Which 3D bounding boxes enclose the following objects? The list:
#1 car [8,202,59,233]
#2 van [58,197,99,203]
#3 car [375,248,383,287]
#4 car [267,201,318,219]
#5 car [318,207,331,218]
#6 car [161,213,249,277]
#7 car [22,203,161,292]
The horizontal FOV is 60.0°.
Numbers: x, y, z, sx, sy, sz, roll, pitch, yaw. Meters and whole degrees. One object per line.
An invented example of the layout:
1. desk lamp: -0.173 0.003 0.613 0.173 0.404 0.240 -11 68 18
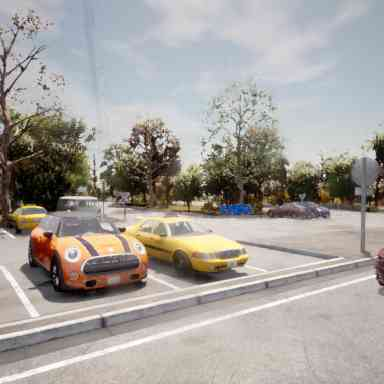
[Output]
1. car: -9.626 1.479 19.717 1.946 1.575 5.366 0 0 -36
2. van: -7.177 1.273 21.098 1.878 1.987 4.442 0 0 -36
3. car: 6.487 1.534 8.259 5.008 1.535 1.882 1 0 -35
4. car: 9.677 1.881 33.269 2.002 1.452 4.674 2 -1 -36
5. car: 12.232 1.788 35.153 2.185 1.767 4.553 2 -1 -35
6. car: -0.525 1.491 10.689 1.946 1.575 5.366 0 0 -36
7. car: -3.022 1.350 9.167 2.185 1.767 4.553 0 0 -36
